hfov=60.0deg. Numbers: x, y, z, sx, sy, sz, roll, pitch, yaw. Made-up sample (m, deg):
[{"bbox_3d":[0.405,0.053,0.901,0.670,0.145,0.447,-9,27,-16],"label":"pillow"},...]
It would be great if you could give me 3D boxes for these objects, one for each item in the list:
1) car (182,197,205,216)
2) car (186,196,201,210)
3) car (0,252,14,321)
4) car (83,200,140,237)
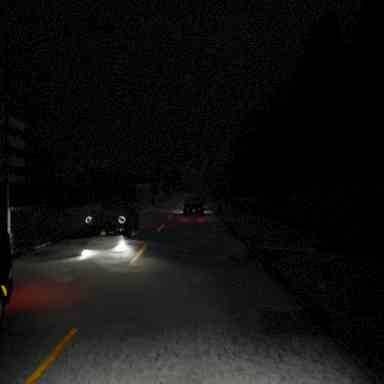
[{"bbox_3d":[0.152,1.409,31.092,1.812,1.442,4.674,0,0,0],"label":"car"},{"bbox_3d":[0.173,1.349,42.269,1.837,1.490,4.892,0,1,0],"label":"car"},{"bbox_3d":[-4.086,1.463,3.813,1.882,1.535,5.008,0,0,0],"label":"car"},{"bbox_3d":[-4.057,1.285,17.458,2.097,1.767,4.553,0,0,0],"label":"car"}]
